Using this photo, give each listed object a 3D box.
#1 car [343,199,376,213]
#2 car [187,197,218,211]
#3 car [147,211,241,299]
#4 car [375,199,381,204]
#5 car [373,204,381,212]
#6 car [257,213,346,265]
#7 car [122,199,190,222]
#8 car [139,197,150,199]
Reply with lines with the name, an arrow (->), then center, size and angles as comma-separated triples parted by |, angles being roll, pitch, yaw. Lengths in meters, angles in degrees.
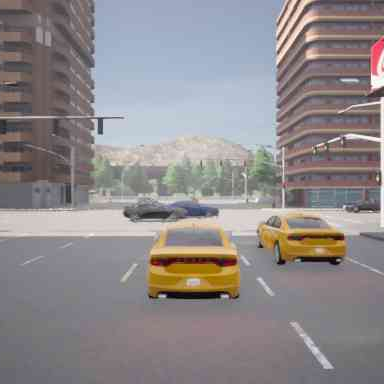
car -> 18.972, 1.491, 36.154 | 4.902, 1.511, 2.128 | 0, 0, 0
car -> -0.175, 1.477, 28.846 | 5.008, 1.535, 1.882 | 0, 0, 0
car -> 0.050, 1.478, 8.497 | 1.882, 1.535, 5.008 | 0, 0, 1
car -> 20.899, 1.564, 32.666 | 4.181, 1.385, 1.994 | 0, 0, 0
car -> 3.600, 1.222, 1.792 | 2.150, 2.045, 5.566 | 0, 0, 0
car -> 3.567, 1.478, 11.735 | 1.882, 1.535, 5.008 | 0, 0, 0
car -> -2.809, 1.491, 25.332 | 4.902, 1.511, 2.128 | 0, 0, 0
car -> -7.081, 1.478, 49.355 | 1.882, 1.535, 5.008 | 0, 0, 0
